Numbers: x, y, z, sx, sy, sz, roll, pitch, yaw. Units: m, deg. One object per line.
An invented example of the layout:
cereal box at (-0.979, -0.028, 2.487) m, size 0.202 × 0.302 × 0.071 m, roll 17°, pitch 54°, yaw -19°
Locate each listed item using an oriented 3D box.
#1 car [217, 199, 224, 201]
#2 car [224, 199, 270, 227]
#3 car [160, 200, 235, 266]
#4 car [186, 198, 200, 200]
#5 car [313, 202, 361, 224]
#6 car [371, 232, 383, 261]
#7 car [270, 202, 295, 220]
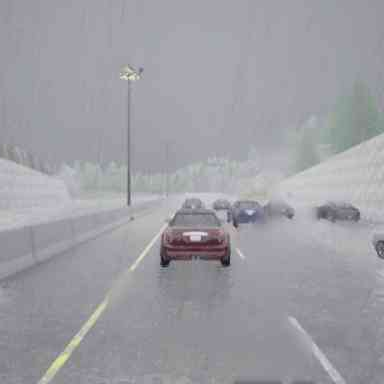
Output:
car at (3.616, 1.540, 40.630) m, size 1.994 × 1.385 × 4.181 m, roll 0°, pitch 0°, yaw 0°
car at (3.609, 1.338, 22.769) m, size 2.097 × 1.767 × 4.553 m, roll 0°, pitch 0°, yaw 0°
car at (0.105, 1.345, 11.678) m, size 2.097 × 1.767 × 4.553 m, roll 0°, pitch 0°, yaw 0°
car at (0.112, 1.334, 30.049) m, size 2.097 × 1.767 × 4.553 m, roll 0°, pitch 0°, yaw 0°
car at (10.608, 1.476, 24.744) m, size 2.128 × 1.511 × 4.902 m, roll 0°, pitch 0°, yaw 0°
car at (7.104, 1.595, 9.330) m, size 1.895 × 1.301 × 4.718 m, roll 0°, pitch 0°, yaw 0°
car at (7.111, 1.530, 28.199) m, size 2.033 × 1.411 × 5.357 m, roll 0°, pitch 0°, yaw 0°
